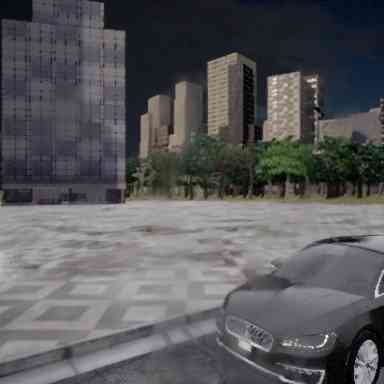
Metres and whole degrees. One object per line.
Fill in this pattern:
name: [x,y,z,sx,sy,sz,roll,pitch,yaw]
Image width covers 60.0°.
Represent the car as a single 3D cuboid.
car: [2.580,1.507,5.221,4.892,1.490,1.837,0,0,-36]
